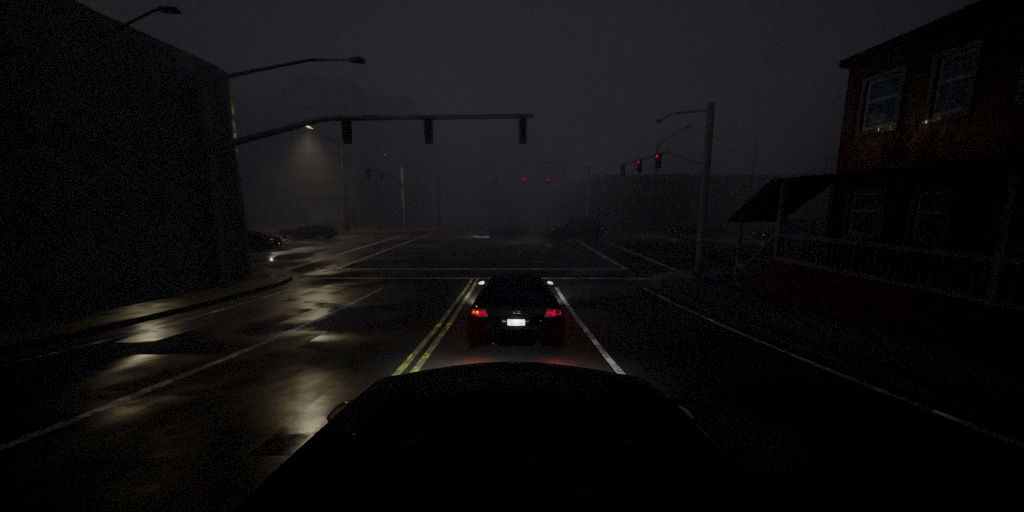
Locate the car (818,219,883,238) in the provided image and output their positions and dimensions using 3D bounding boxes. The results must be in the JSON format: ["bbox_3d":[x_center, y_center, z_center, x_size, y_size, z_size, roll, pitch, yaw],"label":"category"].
[{"bbox_3d":[34.970,-2.870,37.175,4.553,1.767,2.097,0,8,1],"label":"car"}]

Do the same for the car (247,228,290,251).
[{"bbox_3d":[-19.954,-1.188,26.982,4.892,1.490,1.837,0,8,1],"label":"car"}]

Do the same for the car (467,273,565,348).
[{"bbox_3d":[0.095,1.090,8.695,1.994,1.385,4.181,0,3,0],"label":"car"}]

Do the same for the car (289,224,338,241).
[{"bbox_3d":[-19.180,-2.239,34.109,4.892,1.490,1.837,0,8,0],"label":"car"}]

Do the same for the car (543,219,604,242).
[{"bbox_3d":[5.740,-2.407,33.234,5.566,2.045,2.150,-2,8,-12],"label":"car"}]

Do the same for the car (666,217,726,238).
[{"bbox_3d":[19.131,-3.012,37.281,5.566,2.045,2.150,0,8,0],"label":"car"}]

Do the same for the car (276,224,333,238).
[{"bbox_3d":[-21.687,-2.655,37.602,4.718,1.301,1.895,0,8,0],"label":"car"}]

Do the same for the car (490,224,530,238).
[{"bbox_3d":[-0.207,-2.682,37.458,4.181,1.385,1.994,0,8,0],"label":"car"}]

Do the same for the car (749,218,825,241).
[{"bbox_3d":[25.617,-2.494,33.771,5.566,2.045,2.150,1,8,0],"label":"car"}]
